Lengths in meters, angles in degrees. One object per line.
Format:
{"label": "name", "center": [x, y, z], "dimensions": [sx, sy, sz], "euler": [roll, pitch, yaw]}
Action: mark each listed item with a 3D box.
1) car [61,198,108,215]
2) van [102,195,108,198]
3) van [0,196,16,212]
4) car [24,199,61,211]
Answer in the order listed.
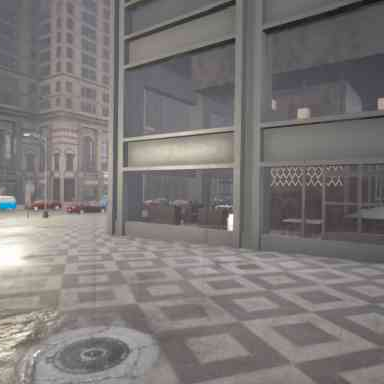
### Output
{"label": "car", "center": [-11.439, 1.716, 36.285], "dimensions": [1.887, 1.381, 4.507], "euler": [1, 0, 35]}
{"label": "van", "center": [-12.045, 1.414, 50.259], "dimensions": [1.690, 1.788, 3.998], "euler": [1, 0, 35]}
{"label": "van", "center": [-21.601, 1.352, 36.716], "dimensions": [1.690, 1.788, 3.998], "euler": [1, 0, 35]}
{"label": "car", "center": [-18.418, 1.576, 41.231], "dimensions": [1.887, 1.381, 4.507], "euler": [1, 0, 35]}
